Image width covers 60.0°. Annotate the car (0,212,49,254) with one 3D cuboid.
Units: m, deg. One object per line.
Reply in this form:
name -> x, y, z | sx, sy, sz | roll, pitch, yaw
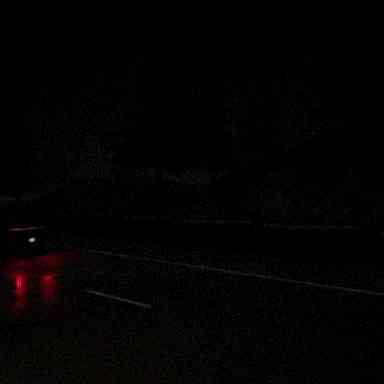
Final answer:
car -> -7.954, 1.583, 13.856 | 4.902, 1.511, 2.128 | 0, 0, 36
